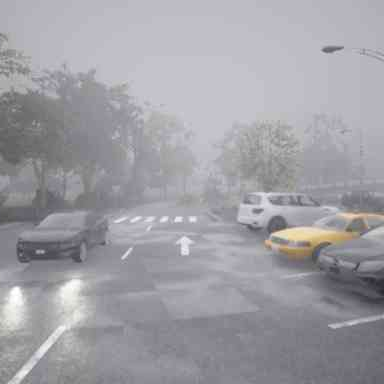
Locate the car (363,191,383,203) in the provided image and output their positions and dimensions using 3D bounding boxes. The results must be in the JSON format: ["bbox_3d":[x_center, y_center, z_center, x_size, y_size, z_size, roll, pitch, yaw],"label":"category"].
[{"bbox_3d":[28.861,0.766,50.866,2.185,1.767,4.553,0,0,-23],"label":"car"}]

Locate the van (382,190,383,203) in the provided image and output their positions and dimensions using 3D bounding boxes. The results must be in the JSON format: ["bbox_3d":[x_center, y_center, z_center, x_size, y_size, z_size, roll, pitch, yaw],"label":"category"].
[{"bbox_3d":[31.836,0.655,51.088,1.878,1.987,4.442,0,0,-23],"label":"van"}]

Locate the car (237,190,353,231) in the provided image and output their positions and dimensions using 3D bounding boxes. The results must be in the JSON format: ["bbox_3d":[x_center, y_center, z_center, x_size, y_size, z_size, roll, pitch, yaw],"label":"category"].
[{"bbox_3d":[5.014,1.046,16.992,5.566,2.045,2.435,0,0,-21],"label":"car"}]

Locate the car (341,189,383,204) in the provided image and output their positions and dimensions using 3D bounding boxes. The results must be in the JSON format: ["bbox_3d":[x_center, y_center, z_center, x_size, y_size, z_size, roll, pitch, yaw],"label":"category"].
[{"bbox_3d":[25.869,0.652,50.666,2.435,2.045,5.566,0,0,-23],"label":"car"}]

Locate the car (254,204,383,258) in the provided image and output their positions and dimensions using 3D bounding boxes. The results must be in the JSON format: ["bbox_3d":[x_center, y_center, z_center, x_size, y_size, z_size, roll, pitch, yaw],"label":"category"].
[{"bbox_3d":[4.970,1.352,10.899,5.366,1.575,1.946,0,1,-21],"label":"car"}]

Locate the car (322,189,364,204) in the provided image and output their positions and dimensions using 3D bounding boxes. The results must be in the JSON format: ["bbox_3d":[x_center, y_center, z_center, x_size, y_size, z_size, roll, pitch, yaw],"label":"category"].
[{"bbox_3d":[22.810,0.664,50.557,2.435,2.045,5.566,0,0,-23],"label":"car"}]

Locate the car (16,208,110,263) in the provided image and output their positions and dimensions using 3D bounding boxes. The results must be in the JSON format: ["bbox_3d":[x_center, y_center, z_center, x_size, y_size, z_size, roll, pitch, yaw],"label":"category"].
[{"bbox_3d":[-4.289,1.376,11.802,1.882,1.535,5.008,0,1,-1],"label":"car"}]

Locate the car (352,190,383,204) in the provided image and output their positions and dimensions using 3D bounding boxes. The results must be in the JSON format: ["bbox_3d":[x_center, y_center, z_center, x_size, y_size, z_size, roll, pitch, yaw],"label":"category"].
[{"bbox_3d":[17.597,0.846,33.286,2.435,2.045,5.566,0,1,-23],"label":"car"}]

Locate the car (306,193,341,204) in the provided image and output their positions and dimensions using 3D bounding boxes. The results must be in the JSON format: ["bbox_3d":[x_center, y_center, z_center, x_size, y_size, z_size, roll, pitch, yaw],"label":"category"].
[{"bbox_3d":[19.791,0.956,50.406,2.163,1.488,4.792,0,0,-23],"label":"car"}]

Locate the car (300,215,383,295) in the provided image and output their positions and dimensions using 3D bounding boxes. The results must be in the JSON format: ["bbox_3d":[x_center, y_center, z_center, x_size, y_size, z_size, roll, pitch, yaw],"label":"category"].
[{"bbox_3d":[5.222,1.426,7.963,4.674,1.452,2.002,0,1,-21],"label":"car"}]
